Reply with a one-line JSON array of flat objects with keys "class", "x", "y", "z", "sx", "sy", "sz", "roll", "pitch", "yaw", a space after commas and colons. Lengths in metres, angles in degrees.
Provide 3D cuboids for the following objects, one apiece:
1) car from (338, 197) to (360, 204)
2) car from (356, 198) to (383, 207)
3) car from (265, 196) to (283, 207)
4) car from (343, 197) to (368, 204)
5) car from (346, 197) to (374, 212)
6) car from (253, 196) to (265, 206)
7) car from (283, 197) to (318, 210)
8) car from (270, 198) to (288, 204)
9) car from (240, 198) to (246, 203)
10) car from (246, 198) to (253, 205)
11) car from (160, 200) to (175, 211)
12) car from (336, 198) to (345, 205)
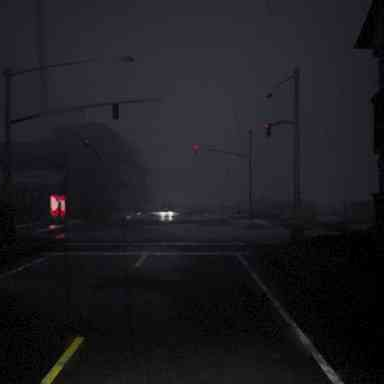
[{"class": "car", "x": 39.886, "y": 2.148, "z": 84.608, "sx": 4.514, "sy": 1.523, "sz": 2.007, "roll": 0, "pitch": -1, "yaw": 0}, {"class": "car", "x": 32.235, "y": 1.873, "z": 59.630, "sx": 4.514, "sy": 1.523, "sz": 2.007, "roll": 0, "pitch": -1, "yaw": 0}, {"class": "car", "x": 14.144, "y": 1.641, "z": 50.304, "sx": 5.027, "sy": 1.636, "sz": 2.152, "roll": 0, "pitch": -1, "yaw": 0}, {"class": "car", "x": 39.940, "y": 2.110, "z": 81.471, "sx": 5.027, "sy": 1.636, "sz": 2.152, "roll": 0, "pitch": -1, "yaw": 0}, {"class": "car", "x": 21.522, "y": 1.691, "z": 40.227, "sx": 4.514, "sy": 1.523, "sz": 2.007, "roll": 0, "pitch": -1, "yaw": 0}, {"class": "car", "x": 14.138, "y": 1.684, "z": 63.099, "sx": 3.866, "sy": 1.878, "sz": 1.905, "roll": 0, "pitch": -1, "yaw": 0}, {"class": "car", "x": 14.471, "y": 1.660, "z": 43.887, "sx": 3.806, "sy": 1.475, "sz": 1.970, "roll": 0, "pitch": -1, "yaw": 0}, {"class": "car", "x": 21.274, "y": 2.165, "z": 81.608, "sx": 3.806, "sy": 1.475, "sz": 1.970, "roll": 0, "pitch": -1, "yaw": 0}, {"class": "car", "x": 13.851, "y": 2.182, "z": 84.584, "sx": 3.633, "sy": 1.501, "sz": 1.845, "roll": 0, "pitch": -1, "yaw": 0}, {"class": "car", "x": 13.724, "y": 1.732, "z": 66.004, "sx": 4.605, "sy": 1.855, "sz": 1.932, "roll": 0, "pitch": -1, "yaw": 0}, {"class": "car", "x": -3.520, "y": 1.920, "z": 47.778, "sx": 2.128, "sy": 1.511, "sz": 4.902, "roll": 0, "pitch": -1, "yaw": 0}, {"class": "car", "x": 32.272, "y": 1.988, "z": 69.622, "sx": 3.633, "sy": 1.501, "sz": 1.845, "roll": 0, "pitch": -1, "yaw": 0}]
